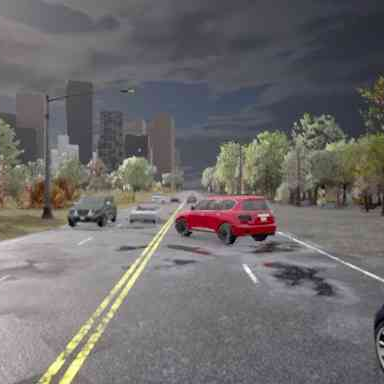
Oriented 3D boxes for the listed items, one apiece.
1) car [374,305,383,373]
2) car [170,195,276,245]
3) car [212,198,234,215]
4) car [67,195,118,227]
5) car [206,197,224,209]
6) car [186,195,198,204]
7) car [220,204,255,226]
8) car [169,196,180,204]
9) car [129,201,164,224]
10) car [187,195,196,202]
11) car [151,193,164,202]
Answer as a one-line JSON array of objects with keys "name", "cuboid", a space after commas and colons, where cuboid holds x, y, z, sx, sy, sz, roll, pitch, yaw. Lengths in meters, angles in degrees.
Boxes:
[{"name": "car", "cuboid": [3.251, 1.500, 2.238, 2.163, 1.488, 4.792, 0, 0, 0]}, {"name": "car", "cuboid": [1.384, 1.215, 15.730, 2.150, 2.045, 5.566, 0, 0, -35]}, {"name": "car", "cuboid": [3.202, 1.465, 35.219, 1.882, 1.535, 5.008, 0, 0, 0]}, {"name": "car", "cuboid": [-6.632, 1.223, 22.872, 2.150, 2.045, 5.566, 0, 0, 0]}, {"name": "car", "cuboid": [3.186, 1.480, 46.253, 2.163, 1.488, 4.792, 0, 0, 0]}, {"name": "car", "cuboid": [-0.034, 1.439, 62.639, 2.128, 1.511, 4.902, 0, 0, 0]}, {"name": "car", "cuboid": [3.220, 1.591, 24.246, 1.895, 1.301, 4.718, 0, 0, 0]}, {"name": "car", "cuboid": [-3.366, 1.552, 65.702, 1.895, 1.301, 4.718, 0, 0, 0]}, {"name": "car", "cuboid": [-3.384, 1.602, 24.641, 1.895, 1.301, 4.718, 0, 0, 0]}, {"name": "car", "cuboid": [-0.111, 1.416, 77.701, 2.128, 1.511, 4.902, 0, 0, 0]}, {"name": "car", "cuboid": [-6.623, 1.152, 64.942, 2.150, 2.045, 5.566, 0, 0, 0]}]
